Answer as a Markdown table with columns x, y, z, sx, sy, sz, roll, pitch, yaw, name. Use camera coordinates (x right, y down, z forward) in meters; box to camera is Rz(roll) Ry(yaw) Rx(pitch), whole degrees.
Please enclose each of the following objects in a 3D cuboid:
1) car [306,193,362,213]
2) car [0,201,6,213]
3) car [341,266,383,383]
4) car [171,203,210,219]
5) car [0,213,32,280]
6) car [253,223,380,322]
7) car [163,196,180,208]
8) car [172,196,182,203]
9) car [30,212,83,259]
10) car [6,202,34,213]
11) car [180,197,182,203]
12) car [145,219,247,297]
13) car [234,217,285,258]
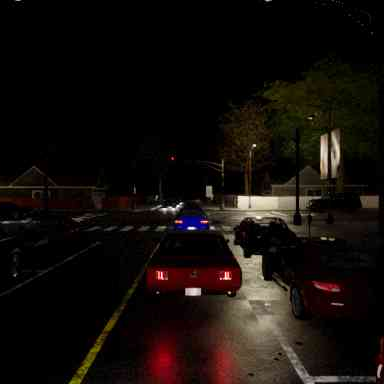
| x | y | z | sx | sy | sz | roll | pitch | yaw | name |
| --- | --- | --- | --- | --- | --- | --- | --- | --- | --- |
| 15.135 | 1.122 | 35.501 | 5.566 | 2.045 | 2.150 | 0 | 0 | 0 | car |
| -17.433 | 1.603 | 25.534 | 4.892 | 1.490 | 1.837 | 0 | 0 | 3 | car |
| 2.639 | 1.545 | 1.471 | 1.887 | 1.381 | 4.507 | 0 | 0 | 0 | car |
| -0.026 | 1.526 | 17.576 | 1.812 | 1.442 | 4.674 | 0 | 0 | 0 | car |
| -5.395 | 1.440 | 6.973 | 1.967 | 1.590 | 4.097 | 0 | 0 | 0 | car |
| 2.630 | 1.582 | 6.989 | 1.802 | 1.307 | 4.206 | 0 | 0 | 0 | car |
| -3.195 | 1.569 | 48.825 | 2.033 | 1.411 | 5.357 | 0 | 0 | 0 | car |
| -3.200 | 1.550 | 72.179 | 1.837 | 1.490 | 4.892 | 0 | 0 | 0 | car |
| -5.405 | 1.582 | 12.492 | 1.802 | 1.307 | 4.206 | 0 | 0 | 0 | car |
| -16.278 | 1.595 | 28.774 | 4.892 | 1.490 | 1.837 | 0 | 0 | -1 | car |
| -3.221 | 1.524 | 59.004 | 2.128 | 1.511 | 4.902 | 0 | 0 | 0 | car |
| 0.042 | 1.601 | 8.518 | 1.895 | 1.301 | 4.718 | 0 | 0 | 0 | car |
| 2.620 | 1.566 | 12.507 | 1.947 | 1.339 | 4.313 | 0 | 0 | 0 | car |
